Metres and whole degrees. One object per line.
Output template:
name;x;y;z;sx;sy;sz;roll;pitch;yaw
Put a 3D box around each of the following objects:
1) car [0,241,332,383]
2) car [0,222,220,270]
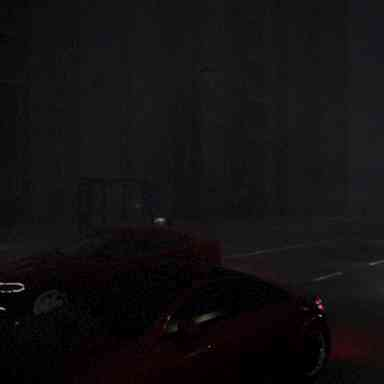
car;-0.250;1.564;3.764;4.181;1.385;1.994;0;0;-39
car;-1.582;1.478;7.236;5.008;1.535;1.882;0;0;-37
